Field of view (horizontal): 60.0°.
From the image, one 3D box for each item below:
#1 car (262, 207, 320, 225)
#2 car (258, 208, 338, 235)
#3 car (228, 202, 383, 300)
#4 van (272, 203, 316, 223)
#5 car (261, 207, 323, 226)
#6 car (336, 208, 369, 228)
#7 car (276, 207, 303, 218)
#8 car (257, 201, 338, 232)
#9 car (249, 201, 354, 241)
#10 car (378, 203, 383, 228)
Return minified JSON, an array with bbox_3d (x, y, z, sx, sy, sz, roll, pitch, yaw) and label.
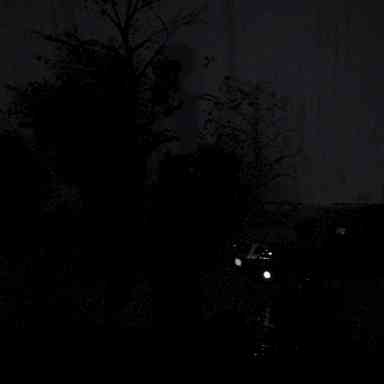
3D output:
[{"bbox_3d":[9.844,2.320,33.196,5.366,1.575,1.946,0,-2,16],"label":"car"},{"bbox_3d":[7.035,1.939,22.389,4.892,1.521,2.231,0,-2,15],"label":"car"},{"bbox_3d":[3.752,1.342,8.664,5.566,2.045,2.150,1,1,-17],"label":"car"},{"bbox_3d":[10.890,2.214,35.811,4.442,1.987,1.878,0,-2,16],"label":"van"},{"bbox_3d":[9.128,2.217,30.635,5.366,1.575,1.946,0,-2,16],"label":"car"},{"bbox_3d":[14.430,2.287,30.143,1.882,1.535,5.008,0,-2,16],"label":"car"},{"bbox_3d":[17.202,3.566,58.895,4.553,1.767,2.185,0,-3,16],"label":"car"},{"bbox_3d":[7.800,1.770,25.082,5.566,2.045,2.435,0,-2,15],"label":"car"},{"bbox_3d":[6.354,1.612,19.817,5.566,2.045,2.435,0,-2,15],"label":"car"},{"bbox_3d":[16.996,1.959,26.887,2.150,2.045,5.566,0,-2,16],"label":"car"}]
